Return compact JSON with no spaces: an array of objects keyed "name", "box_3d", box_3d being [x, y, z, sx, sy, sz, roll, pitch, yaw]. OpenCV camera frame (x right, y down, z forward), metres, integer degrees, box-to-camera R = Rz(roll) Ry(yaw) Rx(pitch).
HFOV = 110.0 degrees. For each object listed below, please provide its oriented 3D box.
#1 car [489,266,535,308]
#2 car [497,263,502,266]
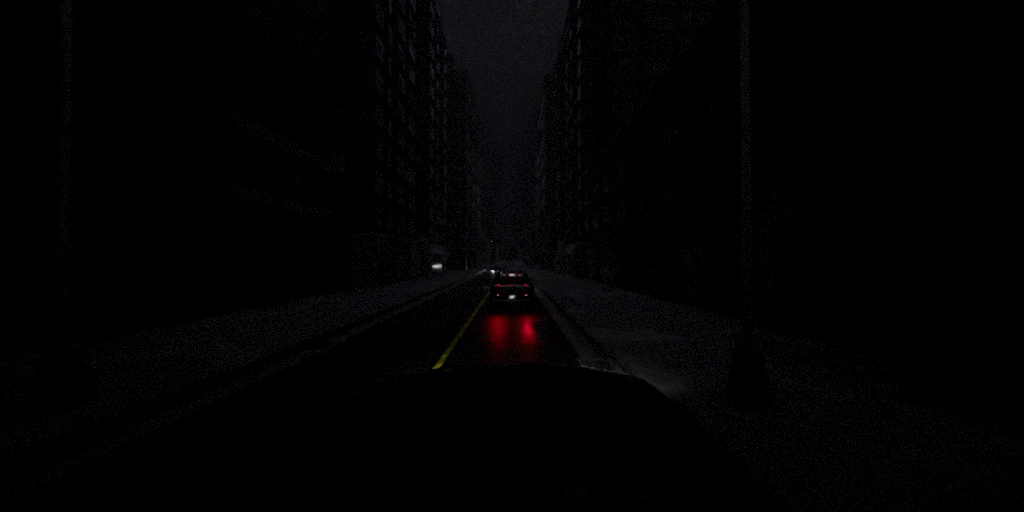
[{"name":"car","box_3d":[0.006,1.377,16.139,2.128,1.511,4.902,0,0,0]},{"name":"car","box_3d":[0.004,1.570,30.838,2.033,1.411,5.357,0,-1,0]}]
